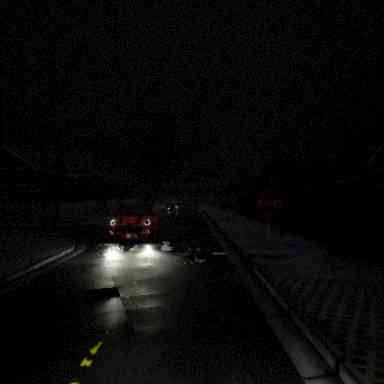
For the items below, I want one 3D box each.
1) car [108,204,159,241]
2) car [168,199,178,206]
[{"bbox_3d":[-2.903,1.450,17.346,2.097,1.767,4.553,0,-1,-1],"label":"car"},{"bbox_3d":[-3.817,2.036,64.887,1.812,1.442,4.674,0,1,-6],"label":"car"}]
